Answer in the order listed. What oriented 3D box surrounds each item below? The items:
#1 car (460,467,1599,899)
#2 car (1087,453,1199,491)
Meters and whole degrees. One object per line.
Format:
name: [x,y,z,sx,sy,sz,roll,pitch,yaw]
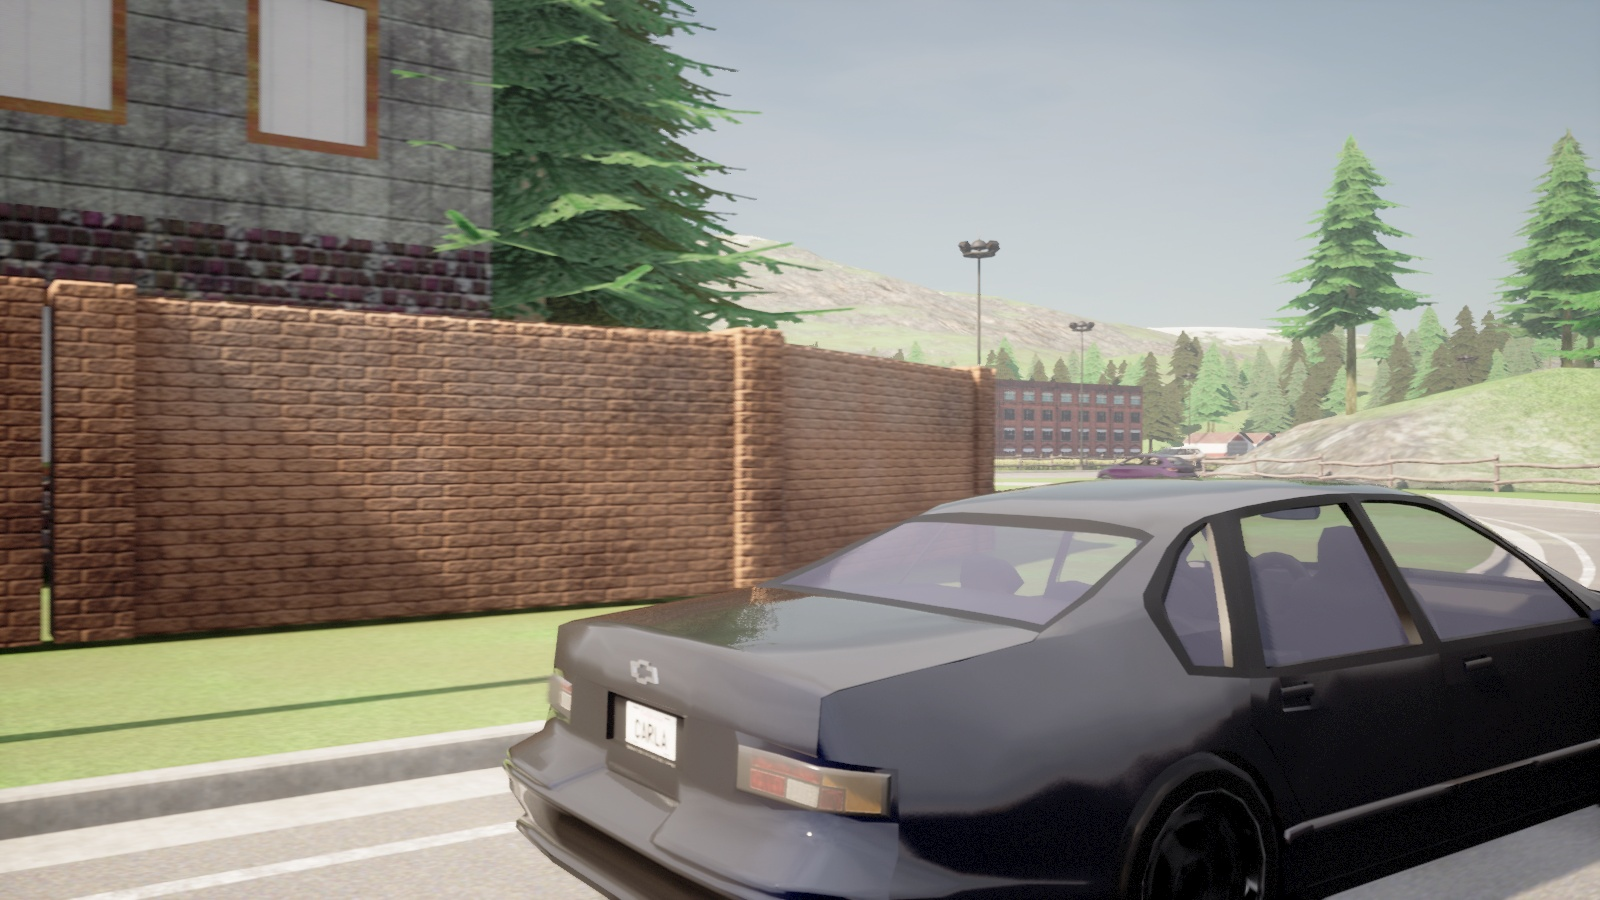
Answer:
car: [1.665,0.801,4.817,5.357,1.411,2.033,0,0,-35]
car: [13.851,0.854,50.895,1.816,1.474,4.193,0,0,-35]
